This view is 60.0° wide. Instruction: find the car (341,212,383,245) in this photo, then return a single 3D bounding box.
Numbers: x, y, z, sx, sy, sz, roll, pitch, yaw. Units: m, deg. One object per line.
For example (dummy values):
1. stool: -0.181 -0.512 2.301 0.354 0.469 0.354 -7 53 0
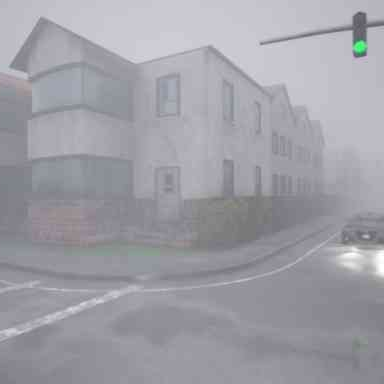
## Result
1. car: 8.116 1.626 15.238 1.994 1.385 4.181 0 0 32
